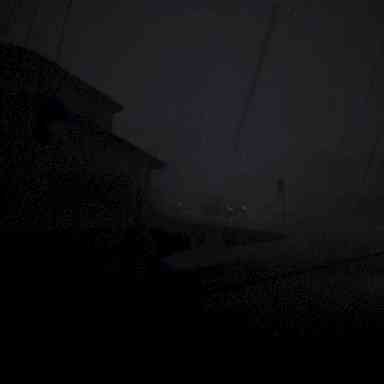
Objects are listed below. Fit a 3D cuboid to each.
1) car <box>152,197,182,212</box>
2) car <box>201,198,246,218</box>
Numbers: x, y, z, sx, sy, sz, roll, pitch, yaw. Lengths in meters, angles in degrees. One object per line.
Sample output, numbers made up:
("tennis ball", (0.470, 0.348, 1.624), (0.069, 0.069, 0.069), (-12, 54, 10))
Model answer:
("car", (-3.047, 1.352, 38.484), (2.097, 1.767, 4.553), (0, 0, -35))
("car", (2.796, 1.352, 30.209), (2.097, 1.767, 4.553), (0, 0, -36))
